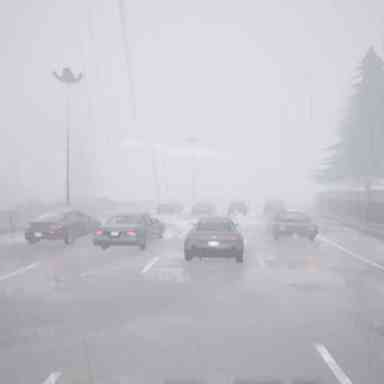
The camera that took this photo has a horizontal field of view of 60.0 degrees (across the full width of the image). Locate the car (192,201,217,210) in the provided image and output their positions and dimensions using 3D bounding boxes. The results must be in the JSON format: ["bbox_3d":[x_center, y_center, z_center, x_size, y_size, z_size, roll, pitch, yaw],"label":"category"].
[{"bbox_3d":[1.317,1.593,34.292,1.994,1.385,4.181,0,0,15],"label":"car"}]

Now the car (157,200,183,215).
[{"bbox_3d":[-2.274,1.543,34.429,1.812,1.442,4.674,0,0,14],"label":"car"}]

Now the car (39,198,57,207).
[{"bbox_3d":[-17.761,1.500,44.656,1.812,1.442,4.674,0,0,17],"label":"car"}]

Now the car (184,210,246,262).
[{"bbox_3d":[0.855,1.576,12.323,1.994,1.385,4.181,0,0,5],"label":"car"}]

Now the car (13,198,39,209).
[{"bbox_3d":[-21.534,1.526,44.192,1.994,1.385,4.181,0,0,16],"label":"car"}]

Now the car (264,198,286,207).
[{"bbox_3d":[8.338,1.404,33.483,2.097,1.767,4.553,0,0,15],"label":"car"}]

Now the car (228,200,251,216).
[{"bbox_3d":[4.765,1.545,33.702,1.837,1.490,4.892,0,0,15],"label":"car"}]

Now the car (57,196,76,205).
[{"bbox_3d":[-14.652,1.334,42.824,2.097,1.767,4.553,0,0,17],"label":"car"}]

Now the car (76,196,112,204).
[{"bbox_3d":[-11.630,1.342,40.660,2.097,1.767,4.553,0,0,16],"label":"car"}]

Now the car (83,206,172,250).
[{"bbox_3d":[-2.486,1.550,14.435,2.033,1.411,5.357,0,0,7],"label":"car"}]

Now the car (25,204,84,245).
[{"bbox_3d":[-5.834,1.518,15.486,1.812,1.442,4.674,0,0,7],"label":"car"}]

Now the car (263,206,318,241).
[{"bbox_3d":[4.884,1.629,16.837,1.895,1.301,4.718,0,0,8],"label":"car"}]
